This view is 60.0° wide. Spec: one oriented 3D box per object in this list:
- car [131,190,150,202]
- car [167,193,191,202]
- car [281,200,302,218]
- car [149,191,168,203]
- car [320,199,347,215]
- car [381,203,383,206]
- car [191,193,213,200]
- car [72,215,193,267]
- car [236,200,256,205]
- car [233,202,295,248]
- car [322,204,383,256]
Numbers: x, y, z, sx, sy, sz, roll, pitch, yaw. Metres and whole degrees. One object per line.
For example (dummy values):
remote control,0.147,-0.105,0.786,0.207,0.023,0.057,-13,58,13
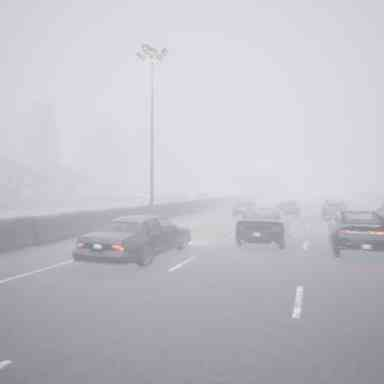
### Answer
car,-7.978,0.638,55.767,2.150,2.045,5.566,0,1,20
car,-1.536,0.980,53.040,2.033,1.411,5.357,0,1,20
car,8.186,1.353,28.166,1.994,1.385,4.181,0,1,20
car,-4.610,0.908,54.803,2.128,1.511,4.902,0,1,20
car,11.315,1.292,26.535,2.128,1.511,4.902,0,1,20
car,13.285,1.398,21.796,2.033,1.411,5.357,0,1,20
car,1.869,0.937,52.162,1.837,1.490,4.892,0,1,20
car,-1.682,1.511,11.383,2.033,1.411,5.357,0,0,20
car,4.932,1.347,29.456,1.994,1.385,4.181,0,1,20
car,3.283,1.414,14.695,1.882,1.535,5.008,0,0,20
car,6.178,1.442,12.432,2.128,1.511,4.902,0,0,20
